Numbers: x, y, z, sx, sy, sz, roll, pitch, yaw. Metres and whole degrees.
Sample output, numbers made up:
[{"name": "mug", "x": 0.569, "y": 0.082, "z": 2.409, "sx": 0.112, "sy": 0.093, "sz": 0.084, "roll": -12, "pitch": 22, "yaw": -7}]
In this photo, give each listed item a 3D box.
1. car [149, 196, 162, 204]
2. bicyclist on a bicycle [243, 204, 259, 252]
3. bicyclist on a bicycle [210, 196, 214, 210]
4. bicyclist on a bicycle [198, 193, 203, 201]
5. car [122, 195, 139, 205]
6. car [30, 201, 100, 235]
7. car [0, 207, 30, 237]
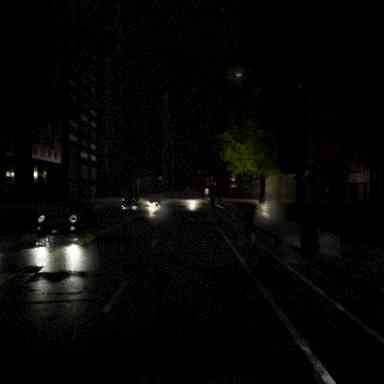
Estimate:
[{"name": "car", "x": -6.556, "y": 1.457, "z": 60.390, "sx": 1.895, "sy": 1.301, "sz": 4.718, "roll": 0, "pitch": 0, "yaw": 1}, {"name": "bicyclist on a bicycle", "x": 2.230, "y": 1.336, "z": 12.805, "sx": 0.659, "sy": 1.776, "sz": 1.843, "roll": 0, "pitch": 0, "yaw": 0}, {"name": "bicyclist on a bicycle", "x": 2.372, "y": 1.343, "z": 38.914, "sx": 0.582, "sy": 1.620, "sz": 1.656, "roll": 0, "pitch": 0, "yaw": -1}, {"name": "bicyclist on a bicycle", "x": 2.339, "y": 1.217, "z": 76.938, "sx": 0.659, "sy": 1.776, "sz": 1.843, "roll": 0, "pitch": 0, "yaw": -1}, {"name": "car", "x": -9.843, "y": 1.216, "z": 53.433, "sx": 2.097, "sy": 1.767, "sz": 4.553, "roll": 0, "pitch": 0, "yaw": 0}, {"name": "car", "x": -6.607, "y": 1.302, "z": 18.195, "sx": 2.097, "sy": 1.767, "sz": 4.553, "roll": 0, "pitch": 0, "yaw": 0}, {"name": "car", "x": -9.857, "y": 1.498, "z": 17.908, "sx": 2.033, "sy": 1.411, "sz": 5.357, "roll": 0, "pitch": 0, "yaw": 0}]
